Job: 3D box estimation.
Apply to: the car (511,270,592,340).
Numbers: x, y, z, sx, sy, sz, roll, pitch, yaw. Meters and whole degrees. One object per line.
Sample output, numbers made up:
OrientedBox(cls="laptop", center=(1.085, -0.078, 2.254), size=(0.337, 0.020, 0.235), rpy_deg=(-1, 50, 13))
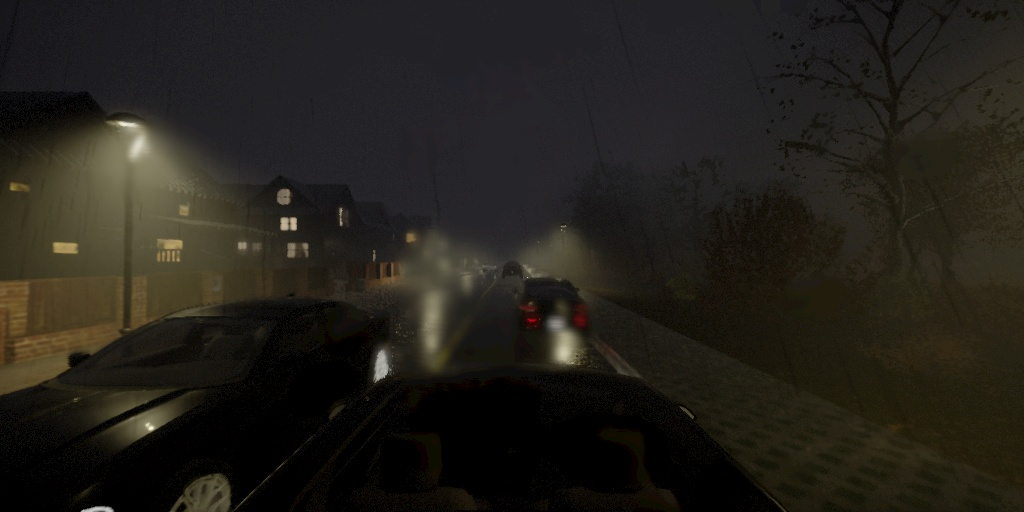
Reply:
OrientedBox(cls="car", center=(0.961, 1.297, 9.964), size=(1.812, 1.442, 4.674), rpy_deg=(0, 0, 0))

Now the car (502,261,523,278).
OrientedBox(cls="car", center=(0.050, 1.312, 34.994), size=(1.882, 1.535, 5.008), rpy_deg=(0, 0, 0))

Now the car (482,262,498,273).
OrientedBox(cls="car", center=(-2.844, 1.462, 46.524), size=(1.895, 1.301, 4.718), rpy_deg=(0, 0, 0))

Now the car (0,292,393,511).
OrientedBox(cls="car", center=(-2.850, 1.233, 3.810), size=(1.882, 1.535, 5.008), rpy_deg=(0, 0, 0))
